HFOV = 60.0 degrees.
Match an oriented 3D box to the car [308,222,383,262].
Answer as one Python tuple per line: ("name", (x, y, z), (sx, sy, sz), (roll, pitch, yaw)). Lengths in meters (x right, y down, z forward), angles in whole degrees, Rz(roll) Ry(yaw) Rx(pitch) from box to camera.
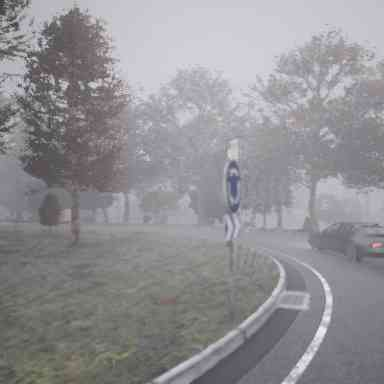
("car", (6.654, 1.934, 13.646), (2.033, 1.411, 5.357), (0, -3, -4))
